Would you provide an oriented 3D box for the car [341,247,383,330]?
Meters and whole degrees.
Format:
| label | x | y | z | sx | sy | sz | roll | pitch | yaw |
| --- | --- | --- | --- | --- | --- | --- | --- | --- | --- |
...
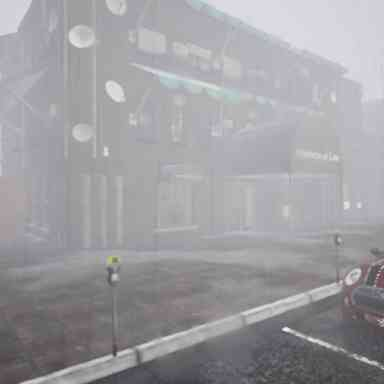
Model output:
| label | x | y | z | sx | sy | sz | roll | pitch | yaw |
| --- | --- | --- | --- | --- | --- | --- | --- | --- | --- |
| car | 4.519 | 1.466 | 6.201 | 4.097 | 1.590 | 1.967 | 0 | -1 | -38 |
